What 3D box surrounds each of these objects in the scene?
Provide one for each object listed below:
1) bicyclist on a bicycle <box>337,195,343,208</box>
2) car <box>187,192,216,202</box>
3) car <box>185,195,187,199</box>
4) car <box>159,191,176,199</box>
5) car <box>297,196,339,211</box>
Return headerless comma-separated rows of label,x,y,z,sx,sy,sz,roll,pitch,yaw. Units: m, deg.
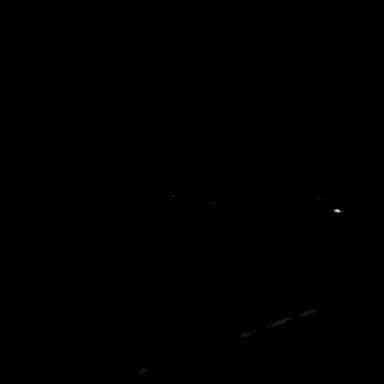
bicyclist on a bicycle,17.667,1.115,39.803,1.656,1.620,0.582,0,1,-35
car,1.833,0.802,52.051,2.128,1.511,4.902,1,1,-35
car,0.588,0.798,58.866,1.994,1.385,4.181,1,1,-35
car,-4.960,0.605,66.722,1.812,1.442,4.674,1,1,-35
car,13.350,1.165,35.558,1.812,1.442,4.674,1,1,-35
